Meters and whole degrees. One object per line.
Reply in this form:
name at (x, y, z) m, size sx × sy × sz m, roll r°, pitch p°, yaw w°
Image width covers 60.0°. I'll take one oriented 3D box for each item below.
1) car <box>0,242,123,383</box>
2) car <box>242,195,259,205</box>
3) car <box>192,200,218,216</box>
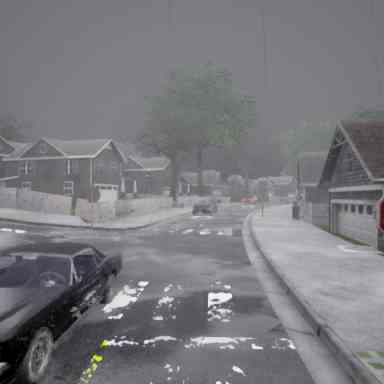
car at (-2.603, 1.604, 5.473) m, size 1.895 × 1.301 × 4.718 m, roll 0°, pitch 0°, yaw 2°
car at (10.189, 1.349, 58.007) m, size 2.097 × 1.767 × 4.553 m, roll 0°, pitch -1°, yaw 24°
car at (1.374, 1.517, 32.698) m, size 2.033 × 1.411 × 5.357 m, roll 0°, pitch 0°, yaw 13°
